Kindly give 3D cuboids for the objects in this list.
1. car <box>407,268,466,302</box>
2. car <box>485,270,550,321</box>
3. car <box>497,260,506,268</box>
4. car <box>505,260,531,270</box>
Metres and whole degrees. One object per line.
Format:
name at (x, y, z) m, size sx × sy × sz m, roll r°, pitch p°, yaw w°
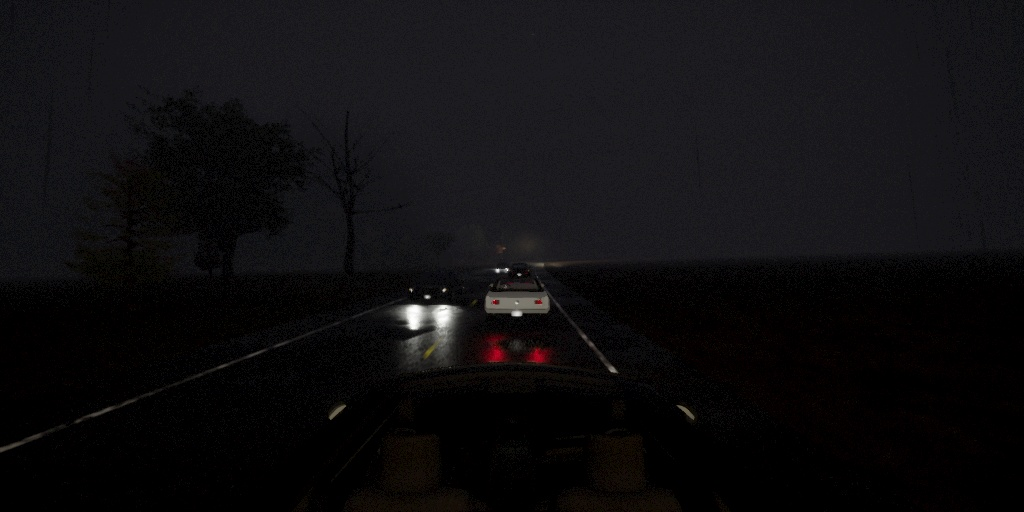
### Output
car at (-3.427, 1.295, 17.344) m, size 2.033 × 1.411 × 5.357 m, roll 0°, pitch 0°, yaw 1°
car at (0.180, 1.351, 12.421) m, size 1.895 × 1.301 × 4.718 m, roll 0°, pitch 0°, yaw 1°
car at (-1.408, 1.385, 59.987) m, size 1.895 × 1.301 × 4.718 m, roll 0°, pitch 0°, yaw 4°
car at (0.633, 1.272, 30.093) m, size 1.812 × 1.442 × 4.674 m, roll 0°, pitch 0°, yaw 2°
